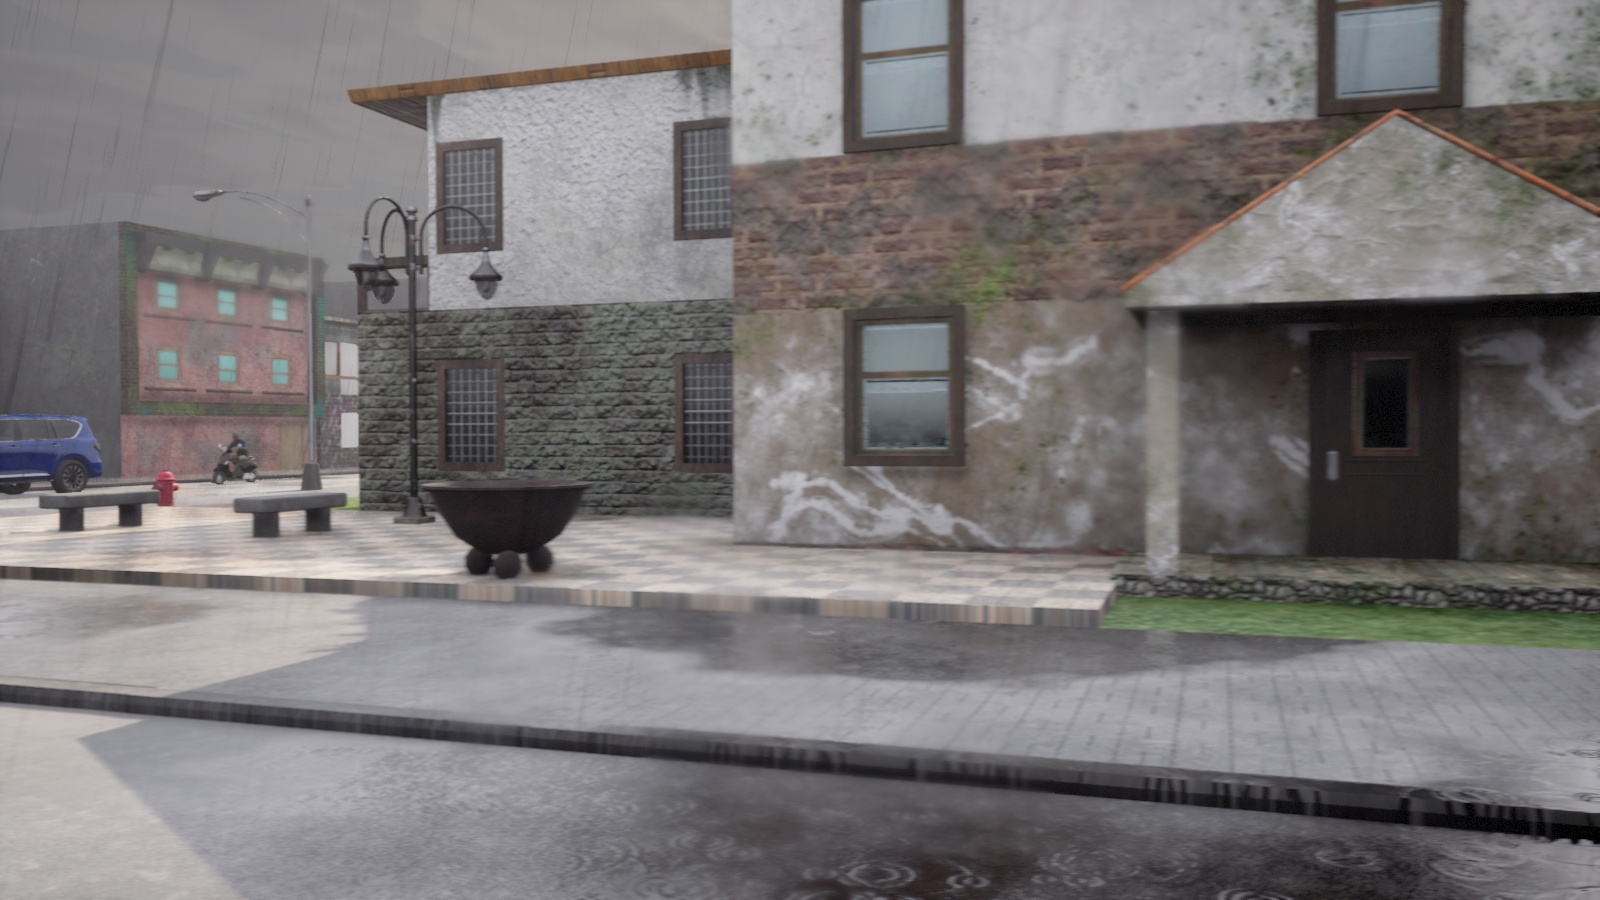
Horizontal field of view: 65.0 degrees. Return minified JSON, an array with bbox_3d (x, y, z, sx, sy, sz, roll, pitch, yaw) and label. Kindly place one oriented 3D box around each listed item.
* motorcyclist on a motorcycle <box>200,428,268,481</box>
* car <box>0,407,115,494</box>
[{"bbox_3d":[-17.189,0.115,38.162,0.866,1.590,1.817,1,1,18],"label":"motorcyclist on a motorcycle"},{"bbox_3d":[-19.768,-0.007,30.473,2.150,2.045,5.566,0,1,18],"label":"car"}]
